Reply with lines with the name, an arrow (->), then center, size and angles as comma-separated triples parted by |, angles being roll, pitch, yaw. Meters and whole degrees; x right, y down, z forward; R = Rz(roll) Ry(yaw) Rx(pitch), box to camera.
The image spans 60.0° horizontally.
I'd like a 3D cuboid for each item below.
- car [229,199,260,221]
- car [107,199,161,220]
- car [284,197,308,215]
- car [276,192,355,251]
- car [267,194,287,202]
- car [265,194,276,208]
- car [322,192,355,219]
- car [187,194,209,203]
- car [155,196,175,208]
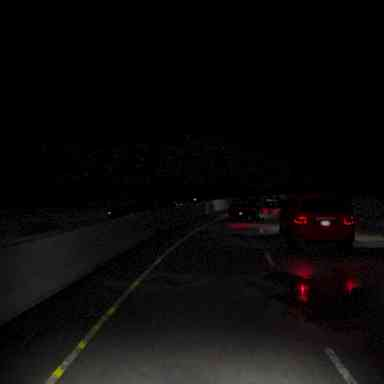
car -> 3.967, 1.282, 24.926 | 1.882, 1.535, 5.008 | 0, 1, 15
car -> -4.024, 1.409, 23.066 | 1.895, 1.301, 4.718 | 0, 0, 14
car -> 9.951, 1.264, 31.686 | 1.837, 1.490, 4.892 | 0, 0, 21
car -> 4.953, 1.117, 13.817 | 2.150, 2.045, 5.566 | 0, 0, 10
car -> 16.187, 1.076, 63.147 | 1.812, 1.442, 4.674 | 0, 1, 40
car -> 10.406, 1.175, 41.165 | 2.128, 1.511, 4.902 | 0, 0, 27
car -> 12.360, 1.011, 28.337 | 2.150, 2.045, 5.566 | 0, 0, 20
car -> 1.034, 1.077, 53.590 | 1.837, 1.490, 4.892 | 0, 0, 31
car -> -3.436, 1.206, 36.352 | 1.837, 1.490, 4.892 | 0, 1, 21
